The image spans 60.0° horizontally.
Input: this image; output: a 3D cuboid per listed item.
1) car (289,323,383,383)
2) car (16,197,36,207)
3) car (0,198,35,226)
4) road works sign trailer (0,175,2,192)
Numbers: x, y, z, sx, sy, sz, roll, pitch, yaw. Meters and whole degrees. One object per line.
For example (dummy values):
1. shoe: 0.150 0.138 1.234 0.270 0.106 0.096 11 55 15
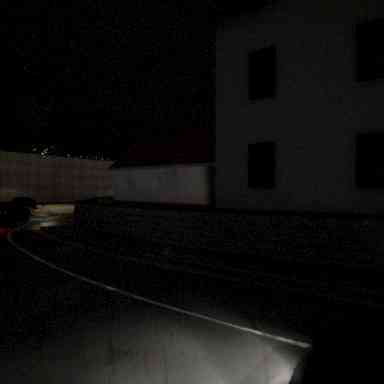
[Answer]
1. car: 3.237 1.553 1.716 5.357 1.411 2.033 0 0 36
2. car: -21.155 1.357 41.167 5.008 1.535 1.882 0 -1 41
3. car: -12.613 1.409 22.721 1.882 1.535 5.008 0 0 -10
4. road works sign trailer: -15.982 0.383 25.709 2.380 3.560 2.880 0 0 -20
